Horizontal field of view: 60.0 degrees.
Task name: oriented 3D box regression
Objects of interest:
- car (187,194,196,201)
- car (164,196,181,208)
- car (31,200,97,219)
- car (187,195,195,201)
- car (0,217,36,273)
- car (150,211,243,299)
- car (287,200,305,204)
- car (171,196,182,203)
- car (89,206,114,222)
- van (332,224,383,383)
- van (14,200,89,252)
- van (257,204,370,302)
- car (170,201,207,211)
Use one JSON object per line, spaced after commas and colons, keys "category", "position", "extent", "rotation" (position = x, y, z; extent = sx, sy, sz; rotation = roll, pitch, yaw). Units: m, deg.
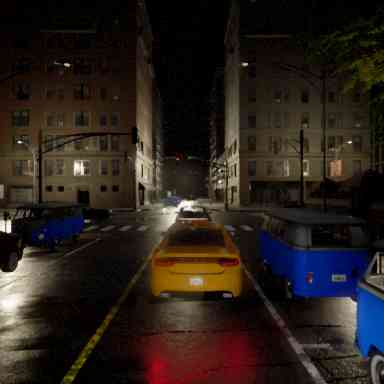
{"category": "car", "position": [-0.226, 1.340, 79.427], "extent": [2.097, 1.767, 4.553], "rotation": [0, 0, -1]}
{"category": "car", "position": [-3.050, 1.463, 48.917], "extent": [1.882, 1.535, 5.008], "rotation": [0, 0, 0]}
{"category": "car", "position": [-11.050, 1.470, 28.912], "extent": [5.008, 1.535, 1.882], "rotation": [0, 0, -1]}
{"category": "car", "position": [-0.313, 1.584, 89.208], "extent": [1.895, 1.301, 4.718], "rotation": [0, 0, -1]}
{"category": "car", "position": [-5.822, 1.544, 7.980], "extent": [1.887, 1.381, 4.507], "rotation": [0, 0, 0]}
{"category": "car", "position": [0.114, 1.477, 8.540], "extent": [1.882, 1.535, 5.008], "rotation": [0, 0, 1]}
{"category": "car", "position": [10.289, 1.464, 29.101], "extent": [4.902, 1.511, 2.128], "rotation": [0, 0, -1]}
{"category": "car", "position": [-3.141, 1.523, 69.690], "extent": [2.033, 1.411, 5.357], "rotation": [0, 0, -1]}
{"category": "car", "position": [-8.501, 1.580, 25.679], "extent": [4.718, 1.301, 1.895], "rotation": [0, 0, -1]}
{"category": "van", "position": [2.680, 1.341, 2.295], "extent": [1.690, 1.788, 3.998], "rotation": [0, 0, 0]}
{"category": "van", "position": [-5.796, 1.339, 13.640], "extent": [1.690, 1.788, 3.998], "rotation": [0, 0, 0]}
{"category": "van", "position": [2.705, 1.340, 7.952], "extent": [1.690, 1.788, 3.998], "rotation": [0, 0, 0]}
{"category": "car", "position": [0.075, 1.486, 17.959], "extent": [2.128, 1.511, 4.902], "rotation": [0, 0, 0]}
